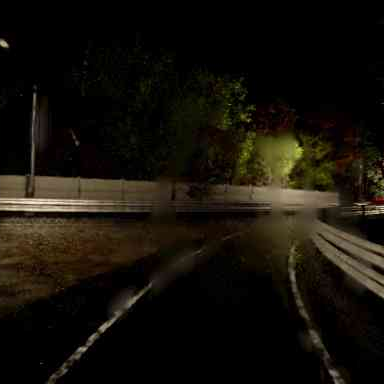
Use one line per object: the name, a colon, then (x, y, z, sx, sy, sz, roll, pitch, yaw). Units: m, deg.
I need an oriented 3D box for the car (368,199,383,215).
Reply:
car: (24.933, 1.947, 43.471, 2.150, 2.045, 5.566, 2, 0, 45)

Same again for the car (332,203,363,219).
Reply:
car: (16.266, 1.946, 34.626, 1.882, 1.535, 5.008, 2, 0, 44)
